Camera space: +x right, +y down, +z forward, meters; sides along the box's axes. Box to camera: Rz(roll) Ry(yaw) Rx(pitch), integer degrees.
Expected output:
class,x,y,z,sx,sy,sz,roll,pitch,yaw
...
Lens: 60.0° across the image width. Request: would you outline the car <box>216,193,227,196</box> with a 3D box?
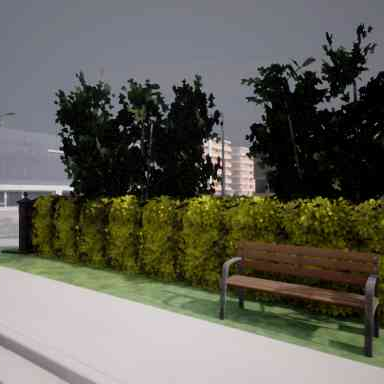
class,x,y,z,sx,sy,sz,roll,pitch,yaw
car,5.522,0.768,66.425,1.812,1.442,4.674,0,1,36
